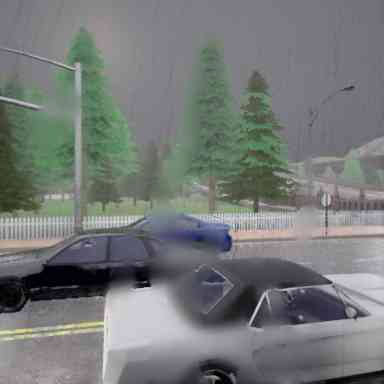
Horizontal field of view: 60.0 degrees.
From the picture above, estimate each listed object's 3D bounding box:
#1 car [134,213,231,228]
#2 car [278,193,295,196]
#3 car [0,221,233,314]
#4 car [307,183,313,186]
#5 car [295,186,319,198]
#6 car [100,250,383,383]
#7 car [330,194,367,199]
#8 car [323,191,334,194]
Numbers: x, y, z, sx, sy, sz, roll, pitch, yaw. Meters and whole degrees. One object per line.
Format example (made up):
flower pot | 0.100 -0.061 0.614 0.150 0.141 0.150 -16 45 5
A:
car | -1.112 1.477 11.180 5.008 1.535 1.882 0 0 -14
car | 15.695 0.314 58.993 1.837 1.490 4.892 0 5 -15
car | -1.982 1.547 7.351 5.357 1.411 2.033 0 0 -14
car | 25.677 -1.250 75.457 2.128 1.511 4.902 0 7 -16
car | 19.600 0.350 57.995 2.097 1.767 4.553 0 5 -15
car | 1.280 1.600 4.362 4.718 1.301 1.895 0 0 -14
car | 19.915 1.396 43.933 2.033 1.411 5.357 0 2 -16
car | 23.563 0.662 56.842 1.882 1.535 5.008 0 4 -16
